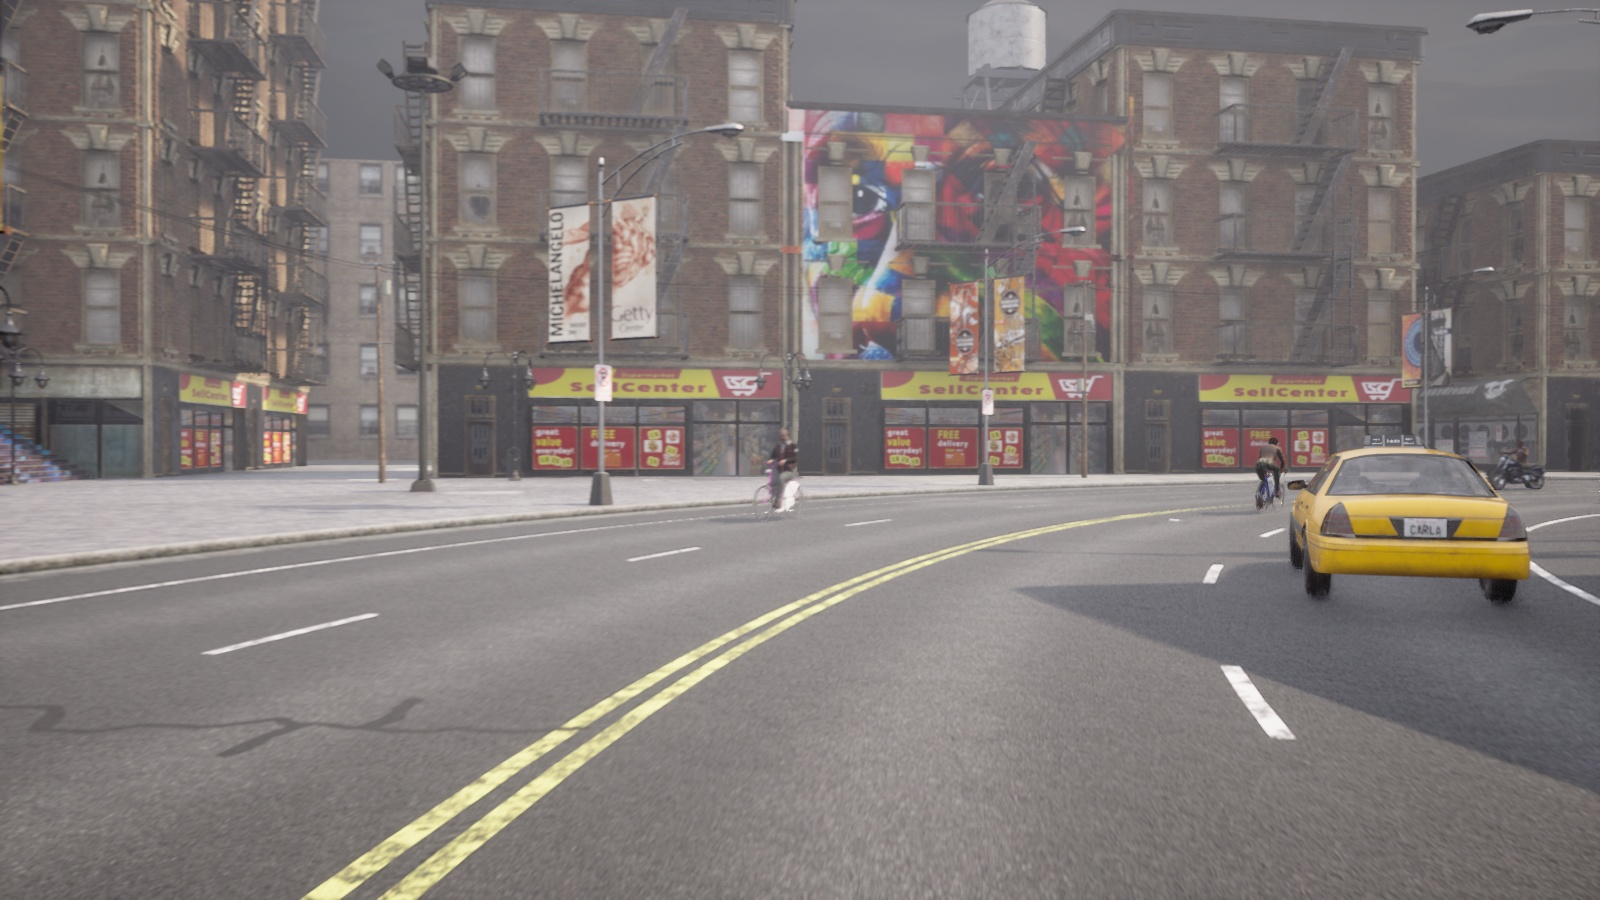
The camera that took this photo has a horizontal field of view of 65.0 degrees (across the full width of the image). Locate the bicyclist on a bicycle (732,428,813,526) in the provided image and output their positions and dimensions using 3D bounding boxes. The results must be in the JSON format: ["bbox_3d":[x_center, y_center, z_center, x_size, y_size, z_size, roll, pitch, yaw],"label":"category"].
[{"bbox_3d":[-0.497,0.482,23.687,0.659,1.776,1.843,1,0,29],"label":"bicyclist on a bicycle"}]

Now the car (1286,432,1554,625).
[{"bbox_3d":[6.133,0.623,13.037,1.801,1.575,5.366,0,0,19],"label":"car"}]

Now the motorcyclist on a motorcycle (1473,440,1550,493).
[{"bbox_3d":[22.471,0.513,39.669,2.350,1.649,0.766,0,1,-20],"label":"motorcyclist on a motorcycle"}]

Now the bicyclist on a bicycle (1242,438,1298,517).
[{"bbox_3d":[9.982,0.567,26.641,0.582,1.620,1.656,1,0,40],"label":"bicyclist on a bicycle"}]
